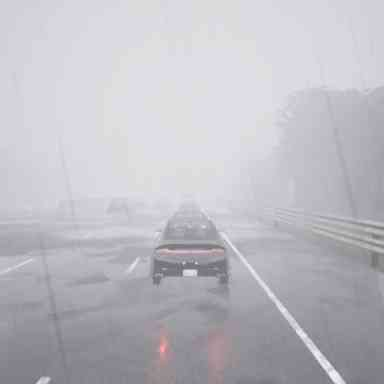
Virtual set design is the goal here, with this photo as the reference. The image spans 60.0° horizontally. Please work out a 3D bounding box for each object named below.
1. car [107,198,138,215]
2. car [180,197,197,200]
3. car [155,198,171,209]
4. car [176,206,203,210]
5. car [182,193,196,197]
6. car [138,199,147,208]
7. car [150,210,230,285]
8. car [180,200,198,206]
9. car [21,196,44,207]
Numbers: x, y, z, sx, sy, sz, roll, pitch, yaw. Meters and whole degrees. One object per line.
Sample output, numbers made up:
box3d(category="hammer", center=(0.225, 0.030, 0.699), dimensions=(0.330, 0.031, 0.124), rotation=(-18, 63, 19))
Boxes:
box3d(category="car", center=(-7.281, 1.351, 34.442), dimensions=(2.097, 1.767, 4.553), rotation=(0, 0, -1))
box3d(category="car", center=(-0.279, 1.561, 34.395), dimensions=(1.994, 1.385, 4.181), rotation=(0, 0, -1))
box3d(category="car", center=(-3.958, 1.545, 45.131), dimensions=(2.033, 1.411, 5.357), rotation=(0, 0, -1))
box3d(category="car", center=(-0.115, 1.598, 16.694), dimensions=(1.895, 1.301, 4.718), rotation=(0, 0, -1))
box3d(category="car", center=(-0.509, 1.216, 48.307), dimensions=(2.150, 2.045, 5.566), rotation=(0, 0, -1))
box3d(category="car", center=(-7.491, 1.598, 47.132), dimensions=(1.895, 1.301, 4.718), rotation=(0, 0, -1))
box3d(category="car", center=(-0.051, 1.489, 9.437), dimensions=(2.128, 1.511, 4.902), rotation=(0, 0, 0))
box3d(category="car", center=(-0.205, 1.545, 23.528), dimensions=(2.033, 1.411, 5.357), rotation=(0, 0, -1))
box3d(category="car", center=(-25.186, 1.416, 52.605), dimensions=(1.837, 1.490, 4.892), rotation=(0, 0, -1))
